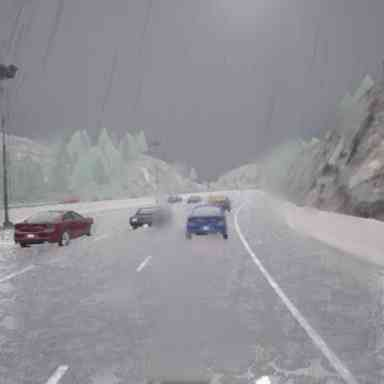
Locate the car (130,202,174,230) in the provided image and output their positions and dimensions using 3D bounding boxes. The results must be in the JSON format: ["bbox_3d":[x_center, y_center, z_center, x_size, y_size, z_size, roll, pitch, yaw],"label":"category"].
[{"bbox_3d":[-2.367,1.561,20.774,1.895,1.301,4.718,-2,0,6],"label":"car"}]

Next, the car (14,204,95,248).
[{"bbox_3d":[-6.221,1.579,15.669,1.882,1.535,5.008,-2,0,4],"label":"car"}]

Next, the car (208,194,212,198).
[{"bbox_3d":[3.970,1.055,57.536,1.882,1.535,5.008,-2,0,11],"label":"car"}]

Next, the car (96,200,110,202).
[{"bbox_3d":[-16.370,1.697,63.426,1.994,1.385,4.181,-2,0,11],"label":"car"}]

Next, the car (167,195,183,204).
[{"bbox_3d":[-2.967,1.270,58.528,2.128,1.511,4.902,-2,0,11],"label":"car"}]

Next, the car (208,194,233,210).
[{"bbox_3d":[3.204,1.225,35.132,1.837,1.490,4.892,-2,1,10],"label":"car"}]

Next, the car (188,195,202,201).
[{"bbox_3d":[0.506,1.242,58.030,1.994,1.385,4.181,-2,0,11],"label":"car"}]

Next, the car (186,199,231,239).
[{"bbox_3d":[0.803,1.364,16.741,1.882,1.535,5.008,-2,0,5],"label":"car"}]
